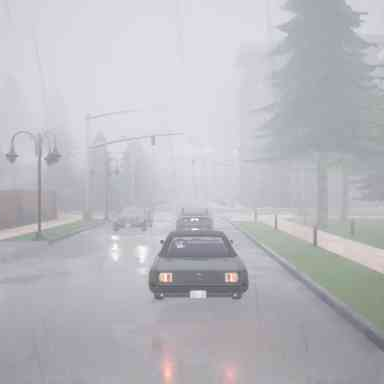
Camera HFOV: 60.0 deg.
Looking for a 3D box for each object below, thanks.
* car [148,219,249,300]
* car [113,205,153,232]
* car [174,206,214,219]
[{"bbox_3d":[0.118,1.601,8.366,1.895,1.301,4.718,0,0,0],"label":"car"},{"bbox_3d":[-3.465,1.529,20.311,1.812,1.442,4.674,0,0,0],"label":"car"},{"bbox_3d":[0.131,1.505,17.627,1.837,1.490,4.892,0,0,0],"label":"car"}]
